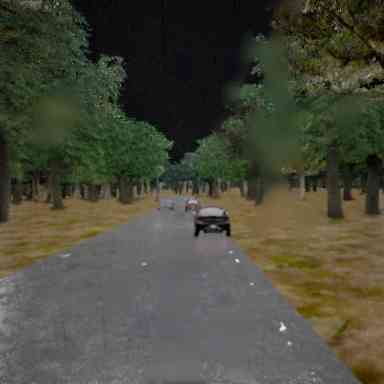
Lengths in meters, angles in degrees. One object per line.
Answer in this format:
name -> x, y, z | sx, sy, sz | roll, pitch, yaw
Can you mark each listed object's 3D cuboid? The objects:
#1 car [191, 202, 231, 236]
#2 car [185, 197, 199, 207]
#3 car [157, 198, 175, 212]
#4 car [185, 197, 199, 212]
car -> 1.043, 1.532, 18.734 | 1.882, 1.535, 5.008 | 0, 0, 0
car -> -0.006, 1.530, 53.119 | 2.128, 1.511, 4.902 | 0, 0, 0
car -> -3.101, 1.568, 40.263 | 1.837, 1.490, 4.892 | 0, 0, 0
car -> 0.105, 1.589, 40.138 | 1.812, 1.442, 4.674 | 0, 0, 0
